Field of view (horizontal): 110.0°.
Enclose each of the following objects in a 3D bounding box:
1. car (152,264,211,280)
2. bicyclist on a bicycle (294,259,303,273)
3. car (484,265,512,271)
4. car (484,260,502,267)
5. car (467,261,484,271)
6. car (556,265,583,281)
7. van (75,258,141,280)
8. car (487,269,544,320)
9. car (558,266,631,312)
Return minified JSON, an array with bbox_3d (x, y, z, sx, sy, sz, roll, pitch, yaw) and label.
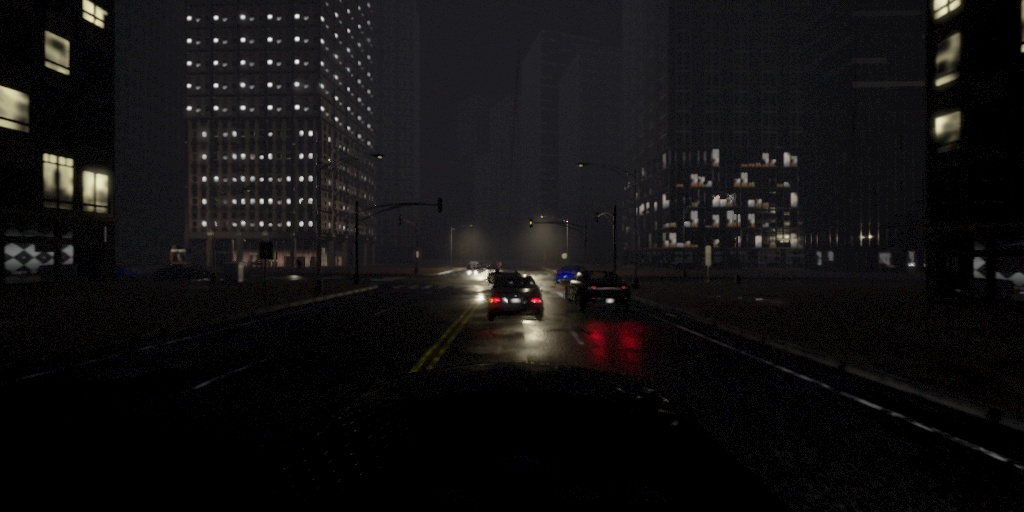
[{"bbox_3d":[-30.108,1.413,32.787,4.181,1.385,1.994,0,0,2],"label":"car"},{"bbox_3d":[-24.643,1.169,41.376,0.582,1.620,1.656,0,0,2],"label":"bicyclist on a bicycle"},{"bbox_3d":[-0.627,1.541,26.739,1.895,1.301,4.718,0,-1,-12],"label":"car"},{"bbox_3d":[-3.211,1.650,60.377,1.837,1.490,4.892,0,0,1],"label":"car"},{"bbox_3d":[-6.460,1.637,60.392,2.128,1.511,4.902,0,0,1],"label":"car"},{"bbox_3d":[5.135,1.454,28.991,1.882,1.535,5.008,-2,-2,26],"label":"car"},{"bbox_3d":[-33.891,1.174,30.294,3.998,1.789,1.690,0,0,2],"label":"van"},{"bbox_3d":[0.118,1.382,13.029,2.033,1.411,5.357,0,0,0],"label":"car"},{"bbox_3d":[3.368,1.340,14.731,2.128,1.511,4.902,0,0,0],"label":"car"}]
